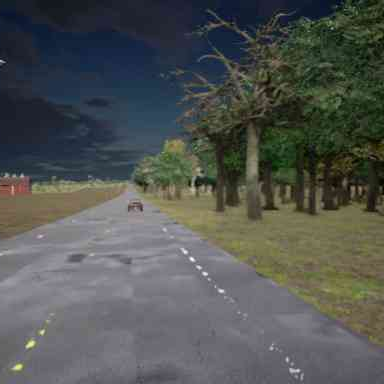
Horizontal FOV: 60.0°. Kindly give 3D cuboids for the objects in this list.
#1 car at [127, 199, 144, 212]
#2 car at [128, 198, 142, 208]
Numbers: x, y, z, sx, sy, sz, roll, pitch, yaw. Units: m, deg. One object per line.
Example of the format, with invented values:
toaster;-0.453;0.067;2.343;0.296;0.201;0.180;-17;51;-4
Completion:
car;-7.403;1.722;43.380;1.837;1.490;4.892;-1;0;-10
car;-9.210;1.771;53.495;2.033;1.411;5.357;-1;0;-10
